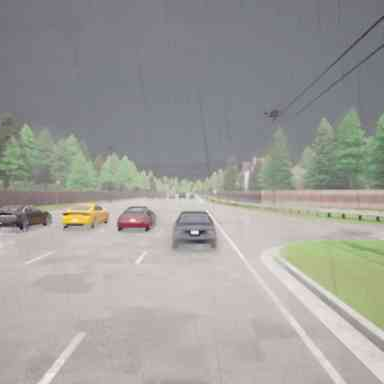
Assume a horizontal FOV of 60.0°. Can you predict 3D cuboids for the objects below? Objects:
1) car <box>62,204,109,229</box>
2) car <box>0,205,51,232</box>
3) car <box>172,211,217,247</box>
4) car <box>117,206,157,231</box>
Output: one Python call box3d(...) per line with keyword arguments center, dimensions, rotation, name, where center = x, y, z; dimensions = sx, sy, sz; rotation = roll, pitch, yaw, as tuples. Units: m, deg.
box3d(center=(-6.893, 1.502, 21.992), dimensions=(1.882, 1.535, 5.008), rotation=(0, 0, 0), name="car")
box3d(center=(-10.395, 1.514, 20.422), dimensions=(2.128, 1.511, 4.902), rotation=(0, 0, 0), name="car")
box3d(center=(0.105, 1.565, 14.976), dimensions=(2.033, 1.411, 5.357), rotation=(0, 0, 0), name="car")
box3d(center=(-3.394, 1.588, 21.038), dimensions=(1.994, 1.385, 4.181), rotation=(0, 0, 0), name="car")
